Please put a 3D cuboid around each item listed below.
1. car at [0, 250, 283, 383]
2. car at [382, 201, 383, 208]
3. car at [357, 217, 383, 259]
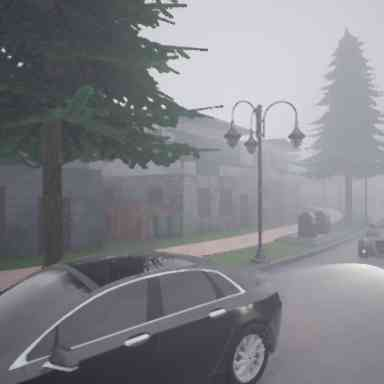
[{"bbox_3d":[-0.989,1.503,3.613,4.892,1.490,1.837,0,0,-39],"label":"car"},{"bbox_3d":[25.172,1.445,40.968,1.895,1.301,4.718,0,0,9],"label":"car"},{"bbox_3d":[7.179,1.520,11.387,1.994,1.385,4.181,0,0,41],"label":"car"}]
